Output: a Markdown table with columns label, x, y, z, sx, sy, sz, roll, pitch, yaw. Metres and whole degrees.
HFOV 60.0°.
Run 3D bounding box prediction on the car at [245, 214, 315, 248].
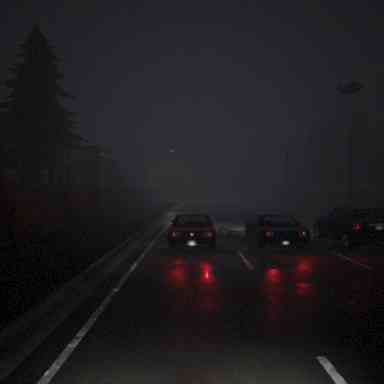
| label | x | y | z | sx | sy | sz | roll | pitch | yaw |
| --- | --- | --- | --- | --- | --- | --- | --- | --- | --- |
| car | 3.517 | 1.613 | 14.636 | 1.895 | 1.301 | 4.718 | 0 | 0 | 0 |

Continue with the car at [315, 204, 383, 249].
| label | x | y | z | sx | sy | sz | roll | pitch | yaw |
| --- | --- | --- | --- | --- | --- | --- | --- | --- | --- |
| car | 7.017 | 1.363 | 14.547 | 2.097 | 1.767 | 4.553 | 0 | 0 | 0 |

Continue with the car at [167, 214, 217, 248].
| label | x | y | z | sx | sy | sz | roll | pitch | yaw |
| --- | --- | --- | --- | --- | --- | --- | --- | --- | --- |
| car | 0.018 | 1.613 | 14.665 | 1.895 | 1.301 | 4.718 | 0 | 0 | 0 |
